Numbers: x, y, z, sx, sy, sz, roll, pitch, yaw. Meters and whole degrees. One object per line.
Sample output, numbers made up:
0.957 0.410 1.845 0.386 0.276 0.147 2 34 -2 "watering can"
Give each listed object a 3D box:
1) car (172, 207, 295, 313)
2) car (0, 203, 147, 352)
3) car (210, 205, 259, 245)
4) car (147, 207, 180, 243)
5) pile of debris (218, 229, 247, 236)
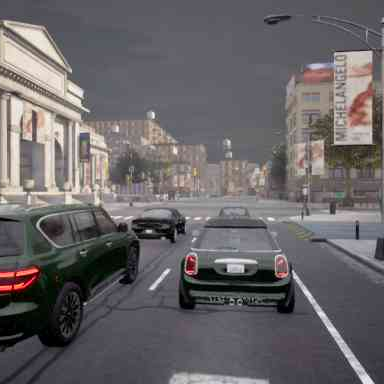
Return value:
1.009 1.352 7.903 2.097 1.767 4.553 0 0 7 "car"
-2.671 1.221 6.533 2.150 2.045 5.566 0 0 6 "car"
2.136 1.489 16.752 2.128 1.511 4.902 0 0 7 "car"
-1.459 1.477 16.207 1.882 1.535 5.008 0 0 7 "car"
2.192 2.175 17.989 1.500 0.140 1.860 0 0 8 "pile of debris"
